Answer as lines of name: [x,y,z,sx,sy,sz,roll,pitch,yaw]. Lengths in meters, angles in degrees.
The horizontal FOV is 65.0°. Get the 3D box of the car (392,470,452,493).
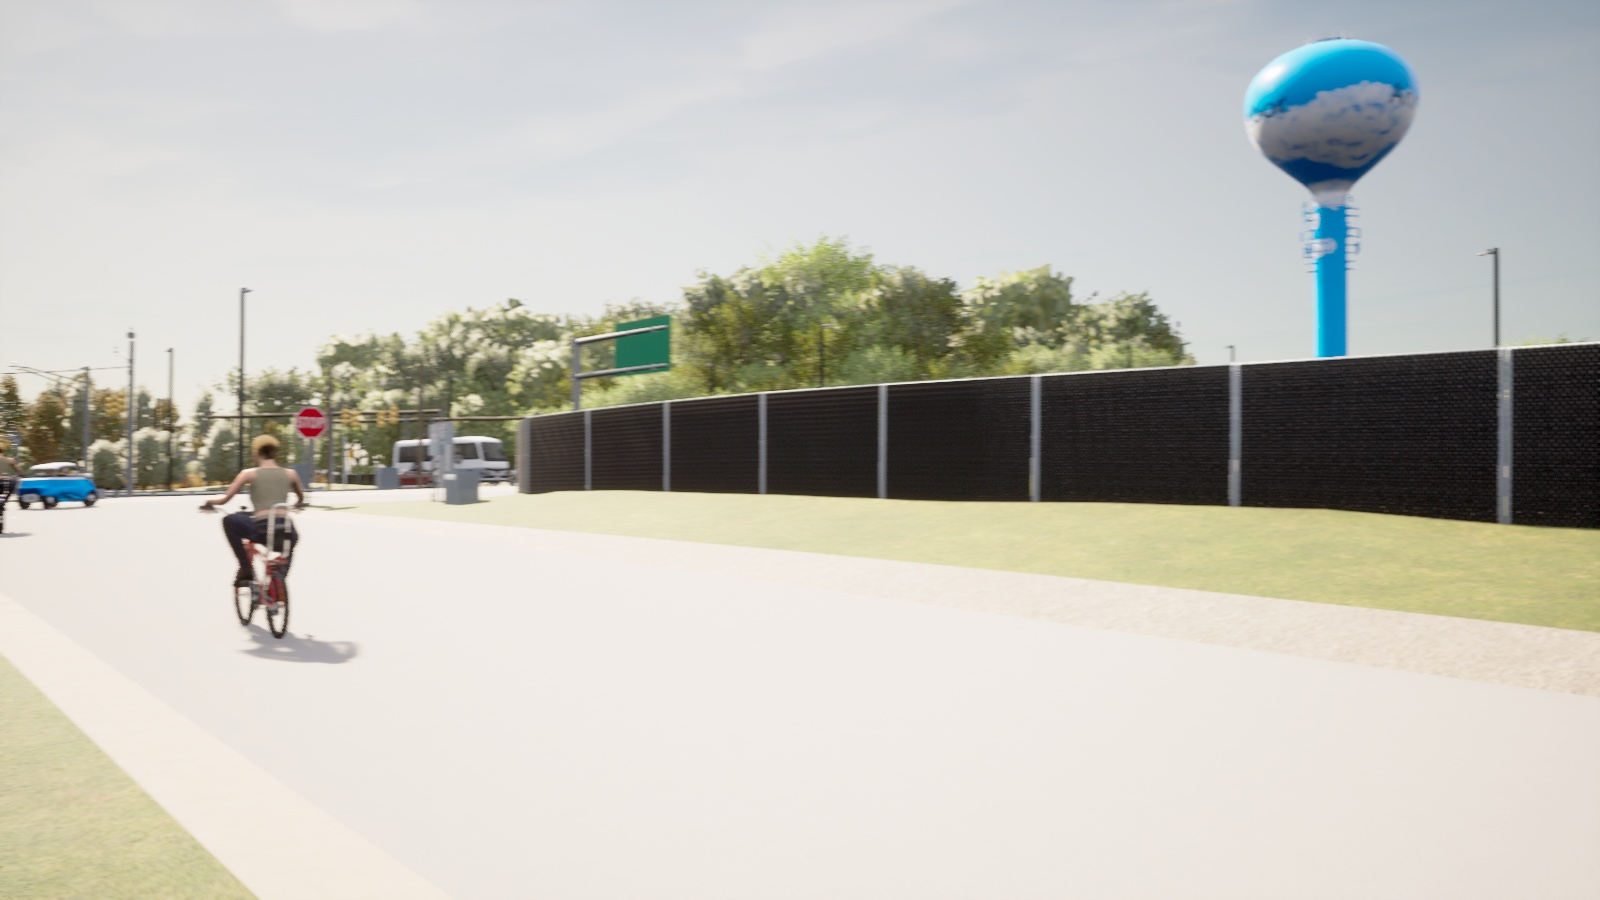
car: [-27.175,2.241,90.346,3.705,1.549,1.789,-1,0,-40]

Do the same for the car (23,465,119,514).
car: [-22.183,1.178,38.295,1.481,1.376,2.207,-2,0,6]

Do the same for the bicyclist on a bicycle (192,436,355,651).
bicyclist on a bicycle: [-4.331,0.705,10.275,0.866,1.612,1.509,0,0,-38]

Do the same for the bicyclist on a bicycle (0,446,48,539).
bicyclist on a bicycle: [-14.117,0.741,22.548,0.866,1.612,1.509,0,-1,-38]
